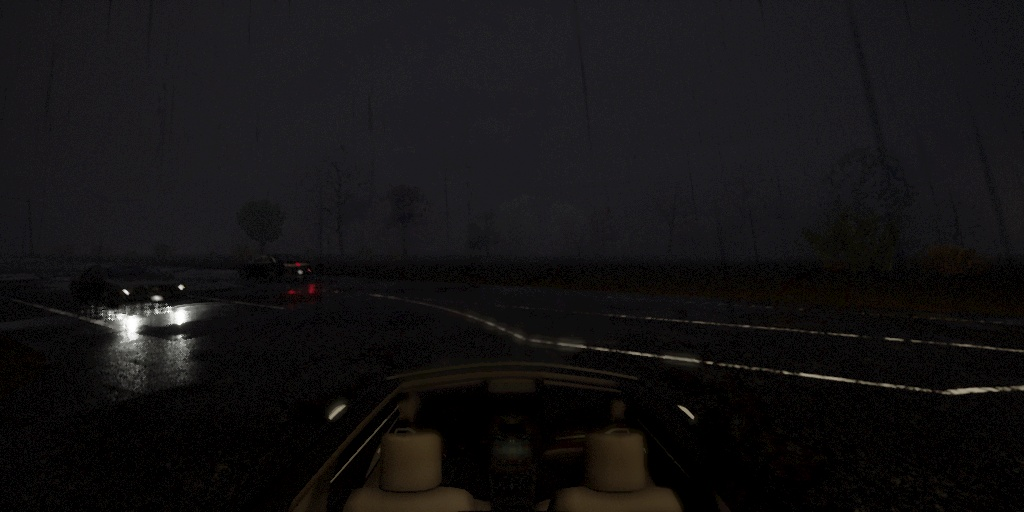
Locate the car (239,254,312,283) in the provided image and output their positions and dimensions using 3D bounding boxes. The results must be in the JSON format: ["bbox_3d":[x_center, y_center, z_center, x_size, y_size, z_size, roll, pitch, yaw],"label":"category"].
[{"bbox_3d":[-13.848,0.659,20.892,4.902,1.511,2.128,1,2,27],"label":"car"}]

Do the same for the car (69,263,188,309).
[{"bbox_3d":[-14.273,0.994,13.231,5.357,1.411,2.033,1,2,27],"label":"car"}]
